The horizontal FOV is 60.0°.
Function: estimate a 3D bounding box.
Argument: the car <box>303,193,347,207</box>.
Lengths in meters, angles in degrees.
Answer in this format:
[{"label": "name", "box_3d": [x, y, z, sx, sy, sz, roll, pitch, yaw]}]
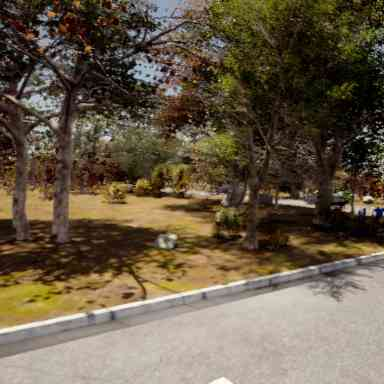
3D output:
[{"label": "car", "box_3d": [13.412, 0.677, 33.566, 1.994, 1.385, 4.181, 2, 2, -33]}]
